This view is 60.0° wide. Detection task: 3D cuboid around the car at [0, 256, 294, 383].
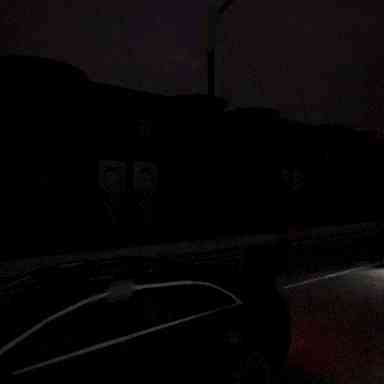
[{"bbox_3d":[-1.102,1.490,3.198,4.902,1.511,2.128,0,0,-35],"label":"car"}]
